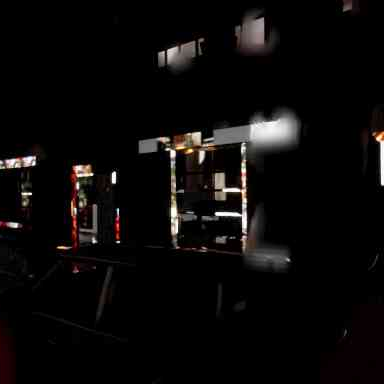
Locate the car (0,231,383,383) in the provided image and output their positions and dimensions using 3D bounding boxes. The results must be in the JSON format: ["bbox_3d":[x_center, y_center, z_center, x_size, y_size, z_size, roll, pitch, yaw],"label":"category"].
[{"bbox_3d":[-0.340,1.316,3.131,5.009,1.841,2.192,0,-1,35],"label":"car"}]
